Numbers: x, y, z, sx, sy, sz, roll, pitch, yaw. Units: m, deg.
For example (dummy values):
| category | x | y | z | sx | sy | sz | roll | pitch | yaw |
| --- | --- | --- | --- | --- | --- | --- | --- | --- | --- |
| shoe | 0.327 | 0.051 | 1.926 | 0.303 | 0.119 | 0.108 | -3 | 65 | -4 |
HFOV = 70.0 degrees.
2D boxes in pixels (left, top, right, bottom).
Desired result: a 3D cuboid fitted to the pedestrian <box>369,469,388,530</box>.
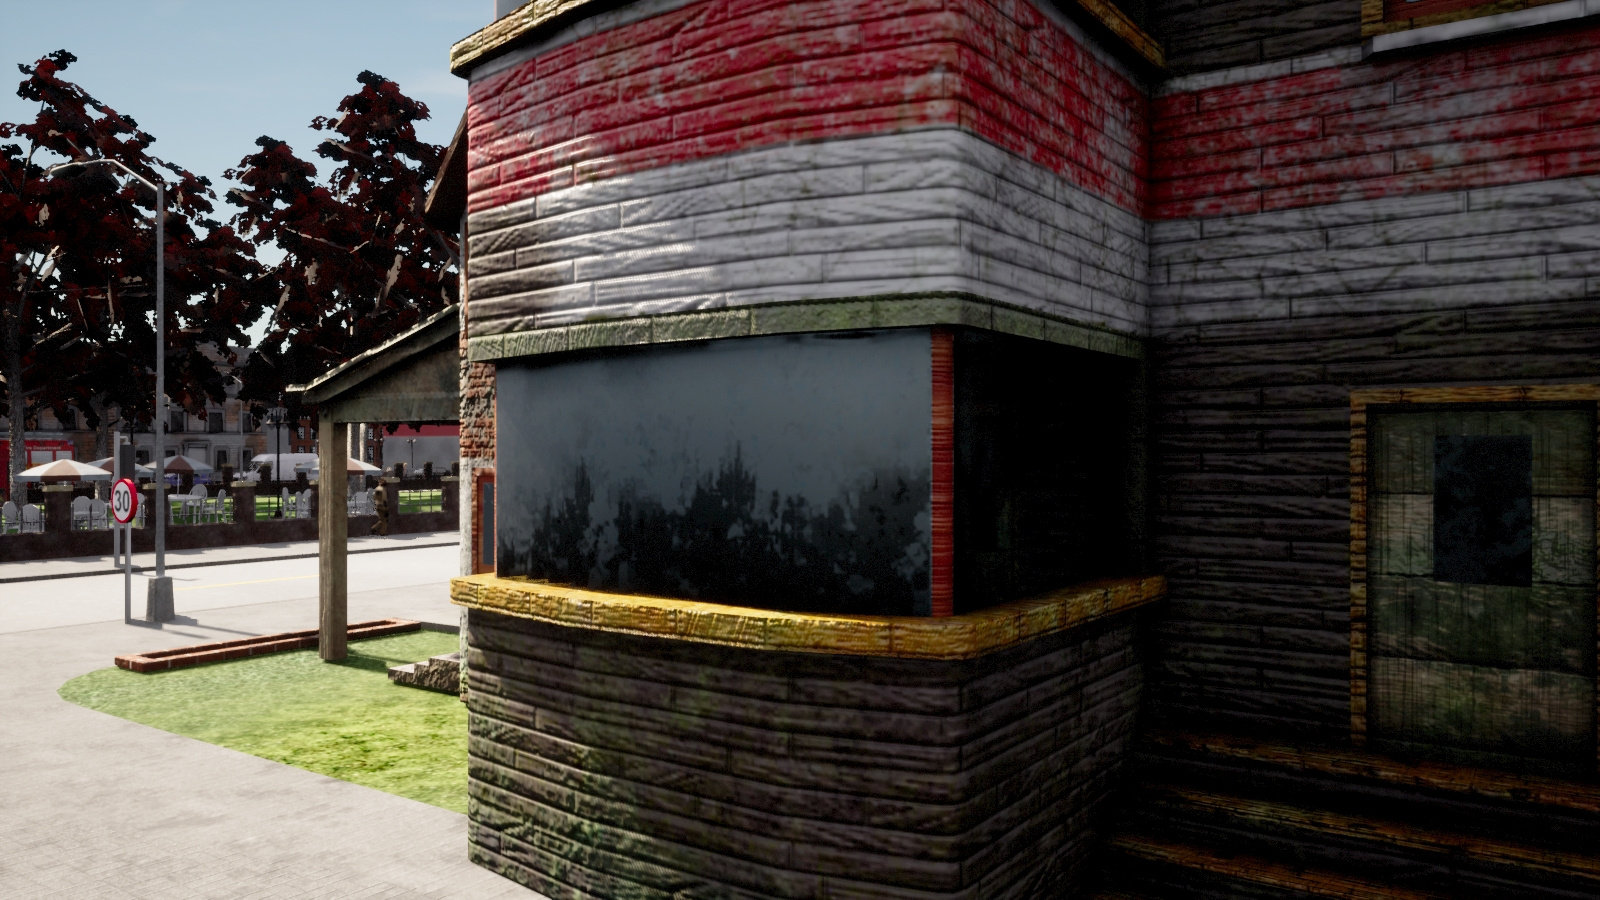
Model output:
| category | x | y | z | sx | sy | sz | roll | pitch | yaw |
| --- | --- | --- | --- | --- | --- | --- | --- | --- | --- |
| pedestrian | -12.974 | 1.525 | 35.164 | 0.375 | 1.860 | 0.375 | 0 | 0 | 35 |
